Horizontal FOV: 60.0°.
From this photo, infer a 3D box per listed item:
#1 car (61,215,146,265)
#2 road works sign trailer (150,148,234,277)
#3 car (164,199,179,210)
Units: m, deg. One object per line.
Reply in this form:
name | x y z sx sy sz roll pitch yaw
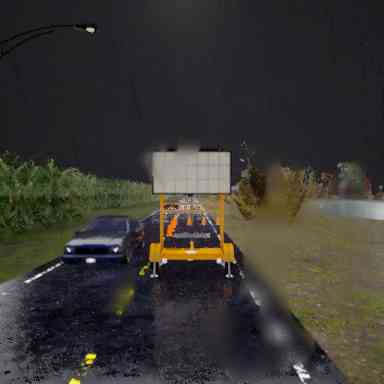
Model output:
car | -2.853 1.554 12.045 2.033 1.411 5.357 0 0 0
road works sign trailer | -0.004 0.469 10.218 2.380 3.560 2.880 0 0 0
car | -2.763 1.659 45.093 1.895 1.301 4.718 0 0 0
